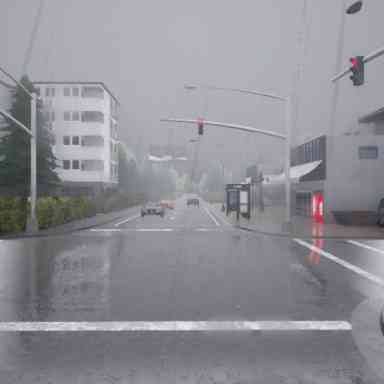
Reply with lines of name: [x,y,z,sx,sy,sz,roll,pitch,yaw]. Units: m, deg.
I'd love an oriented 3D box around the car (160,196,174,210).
car: [-3.494,1.352,42.757,2.097,1.767,4.553,0,0,0]

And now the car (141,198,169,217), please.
car: [-3.530,1.564,31.042,1.994,1.385,4.181,0,0,0]

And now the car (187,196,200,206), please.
car: [0.236,1.505,54.213,1.837,1.490,4.892,0,0,1]
